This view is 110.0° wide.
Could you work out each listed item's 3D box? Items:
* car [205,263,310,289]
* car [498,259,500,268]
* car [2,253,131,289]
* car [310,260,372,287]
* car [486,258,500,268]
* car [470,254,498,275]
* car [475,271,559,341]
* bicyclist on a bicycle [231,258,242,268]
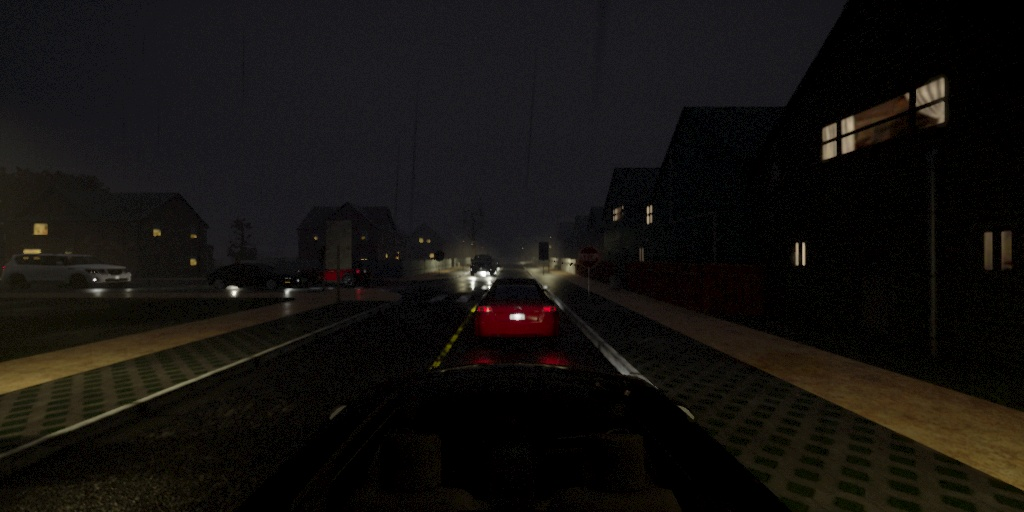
[{"bbox_3d":[-14.794,1.164,20.708,4.892,1.490,1.837,0,0,-1],"label":"car"},{"bbox_3d":[-2.920,1.079,46.177,2.128,1.511,4.902,0,0,0],"label":"car"},{"bbox_3d":[-25.470,0.876,20.617,5.566,2.045,2.150,0,0,0],"label":"car"},{"bbox_3d":[-11.736,1.033,23.528,4.553,1.767,2.097,0,0,3],"label":"car"},{"bbox_3d":[-2.907,1.029,56.606,1.882,1.535,5.008,0,0,0],"label":"car"},{"bbox_3d":[-2.906,0.843,36.379,2.150,2.045,5.566,0,0,0],"label":"car"},{"bbox_3d":[0.090,1.283,9.784,1.994,1.385,4.181,0,0,-1],"label":"car"},{"bbox_3d":[-20.257,1.000,26.518,0.582,1.620,1.656,0,0,-1],"label":"bicyclist on a bicycle"}]
